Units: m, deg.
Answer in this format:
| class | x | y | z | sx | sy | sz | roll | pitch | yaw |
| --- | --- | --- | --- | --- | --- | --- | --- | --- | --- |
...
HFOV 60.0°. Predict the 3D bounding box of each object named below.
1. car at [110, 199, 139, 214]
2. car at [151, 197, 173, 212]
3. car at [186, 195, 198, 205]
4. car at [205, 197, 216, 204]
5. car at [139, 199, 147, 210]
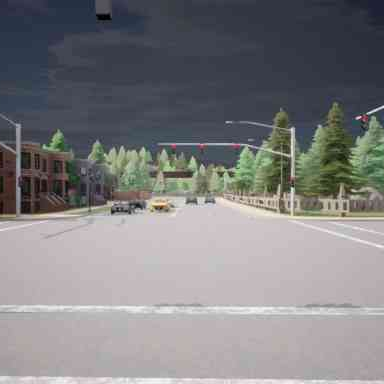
| class | x | y | z | sx | sy | sz | roll | pitch | yaw |
| --- | --- | --- | --- | --- | --- | --- | --- | --- | --- |
| car | -7.135 | 1.564 | 34.778 | 1.994 | 1.385 | 4.181 | 0 | 0 | 0 |
| car | -3.635 | 1.478 | 38.754 | 1.882 | 1.535 | 5.008 | 0 | 0 | 0 |
| car | -0.064 | 1.352 | 60.148 | 2.097 | 1.767 | 4.553 | 0 | 0 | 0 |
| car | 3.531 | 1.564 | 65.129 | 1.994 | 1.385 | 4.181 | 0 | 0 | 0 |
| car | -7.133 | 1.601 | 43.531 | 1.895 | 1.301 | 4.718 | 0 | 0 | 0 |
